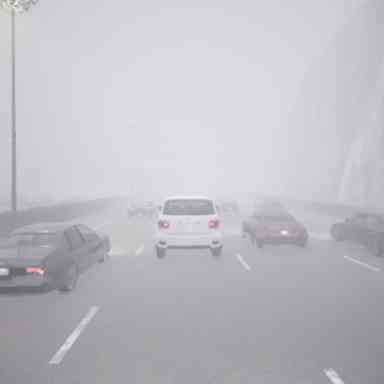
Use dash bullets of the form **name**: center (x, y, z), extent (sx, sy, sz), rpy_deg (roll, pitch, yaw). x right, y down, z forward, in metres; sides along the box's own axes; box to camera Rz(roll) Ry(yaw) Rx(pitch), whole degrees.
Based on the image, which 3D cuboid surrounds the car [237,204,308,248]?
- **car**: center (3.343, 1.430, 14.132), extent (1.994, 1.385, 4.181), rpy_deg (0, 1, -1)

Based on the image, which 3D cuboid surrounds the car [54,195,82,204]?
- **car**: center (-14.840, 1.063, 40.797), extent (1.812, 1.442, 4.674), rpy_deg (0, 1, -1)

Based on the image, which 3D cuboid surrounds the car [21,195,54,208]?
- **car**: center (-18.343, 1.105, 40.728), extent (2.033, 1.411, 5.357), rpy_deg (0, 1, -1)

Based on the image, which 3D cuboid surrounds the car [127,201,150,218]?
- **car**: center (-3.901, 1.336, 26.818), extent (1.895, 1.301, 4.718), rpy_deg (0, 1, -1)

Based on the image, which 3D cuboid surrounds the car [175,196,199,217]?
- **car**: center (-0.433, 1.190, 28.766), extent (1.837, 1.490, 4.892), rpy_deg (0, 1, -1)

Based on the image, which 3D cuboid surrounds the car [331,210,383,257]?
- **car**: center (6.872, 1.392, 12.298), extent (1.812, 1.442, 4.674), rpy_deg (0, 1, -1)

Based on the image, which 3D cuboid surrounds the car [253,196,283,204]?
- **car**: center (6.566, 1.149, 28.887), extent (1.837, 1.490, 4.892), rpy_deg (0, 1, -1)

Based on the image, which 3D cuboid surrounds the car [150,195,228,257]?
- **car**: center (-0.132, 1.122, 12.637), extent (2.150, 2.045, 5.566), rpy_deg (0, 0, -1)

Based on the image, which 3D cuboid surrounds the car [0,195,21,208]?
- **car**: center (-21.836, 1.056, 40.624), extent (1.882, 1.535, 5.008), rpy_deg (0, 1, -1)

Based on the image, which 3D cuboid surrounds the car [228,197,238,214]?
- **car**: center (3.052, 1.175, 29.678), extent (1.812, 1.442, 4.674), rpy_deg (0, 1, -1)

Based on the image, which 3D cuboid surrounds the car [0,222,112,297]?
- **car**: center (-3.577, 1.508, 8.702), extent (2.033, 1.411, 5.357), rpy_deg (0, 1, -1)
